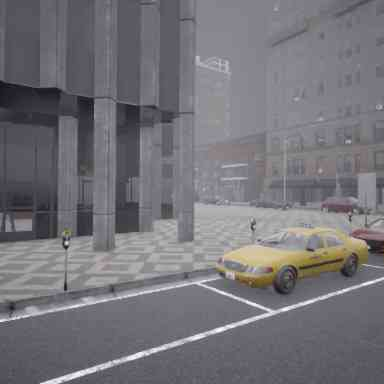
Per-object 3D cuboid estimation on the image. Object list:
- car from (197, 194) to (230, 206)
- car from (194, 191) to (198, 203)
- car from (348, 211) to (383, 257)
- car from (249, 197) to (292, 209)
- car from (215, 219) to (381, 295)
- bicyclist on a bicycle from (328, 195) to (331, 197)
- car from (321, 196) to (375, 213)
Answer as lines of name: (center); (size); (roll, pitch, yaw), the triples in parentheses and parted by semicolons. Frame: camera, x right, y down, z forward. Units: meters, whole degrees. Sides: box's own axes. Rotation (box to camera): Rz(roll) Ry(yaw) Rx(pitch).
car: (3.391, 1.161, 47.060); (2.128, 1.511, 4.902); (1, 0, -35)
car: (-0.880, 0.813, 58.660); (2.150, 2.045, 5.566); (1, 0, -35)
car: (7.520, 1.547, 12.121); (4.507, 1.381, 1.887); (0, 1, -36)
car: (9.065, 1.307, 38.992); (2.033, 1.411, 5.357); (1, 0, -36)
car: (2.803, 1.527, 8.755); (4.829, 1.417, 1.752); (0, 1, -36)
bicyclist on a bicycle: (16.342, 1.159, 39.501); (1.656, 1.620, 0.582); (0, 0, -35)
car: (14.578, 1.198, 31.177); (2.097, 1.767, 4.553); (1, 0, -35)
